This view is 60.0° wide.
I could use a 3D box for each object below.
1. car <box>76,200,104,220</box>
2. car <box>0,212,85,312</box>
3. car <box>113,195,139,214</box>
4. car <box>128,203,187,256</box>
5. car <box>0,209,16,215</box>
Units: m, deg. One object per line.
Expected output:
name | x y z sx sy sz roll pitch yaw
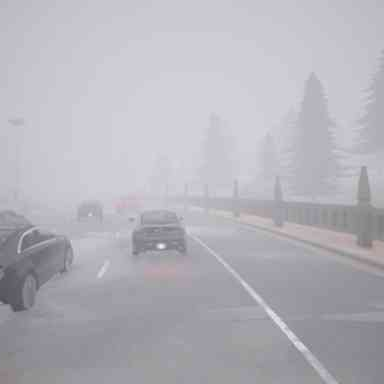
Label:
car | -8.050 1.366 26.370 1.837 1.490 4.892 -1 1 -17
car | -4.117 1.479 7.544 2.128 1.511 4.902 -1 1 -6
car | -6.415 1.127 32.487 2.097 1.767 4.553 -1 1 -20
car | -1.337 1.399 12.741 1.837 1.490 4.892 -1 1 -9
car | -8.824 1.510 15.161 1.812 1.442 4.674 -1 1 -11
